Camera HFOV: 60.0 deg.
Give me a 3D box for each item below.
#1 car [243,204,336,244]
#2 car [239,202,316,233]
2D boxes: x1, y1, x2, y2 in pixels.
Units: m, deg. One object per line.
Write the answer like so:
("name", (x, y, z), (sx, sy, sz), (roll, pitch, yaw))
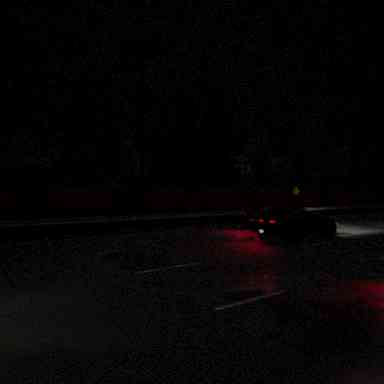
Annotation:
("car", (4.996, 1.492, 16.017), (4.902, 1.511, 2.128), (0, 0, -36))
("car", (5.384, 1.477, 20.625), (5.008, 1.535, 1.882), (0, 0, -36))
